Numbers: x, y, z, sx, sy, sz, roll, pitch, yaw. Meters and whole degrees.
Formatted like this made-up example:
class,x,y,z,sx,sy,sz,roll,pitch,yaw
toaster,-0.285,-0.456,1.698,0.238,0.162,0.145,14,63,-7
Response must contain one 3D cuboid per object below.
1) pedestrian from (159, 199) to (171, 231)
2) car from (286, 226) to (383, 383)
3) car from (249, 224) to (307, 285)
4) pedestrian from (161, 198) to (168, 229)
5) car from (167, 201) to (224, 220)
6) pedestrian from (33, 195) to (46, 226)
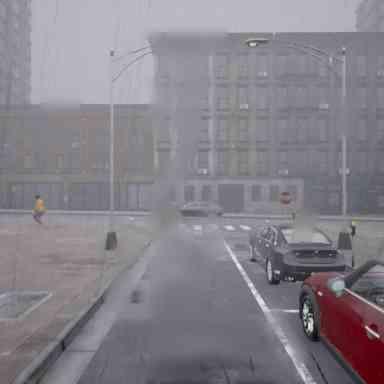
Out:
class,x,y,z,sx,sy,sz,roll,pitch,yaw
pedestrian,-1.569,1.298,19.212,0.375,1.860,0.375,0,0,0
car,2.664,1.441,3.771,1.967,1.590,4.097,0,0,0
car,2.693,1.553,9.274,2.008,1.369,4.403,0,0,0
pedestrian,-1.628,1.300,19.986,0.375,1.860,0.375,0,0,0
car,0.300,1.540,28.411,4.902,1.511,2.128,1,0,1
pedestrian,-8.568,1.018,18.669,0.375,1.860,0.375,0,0,0
